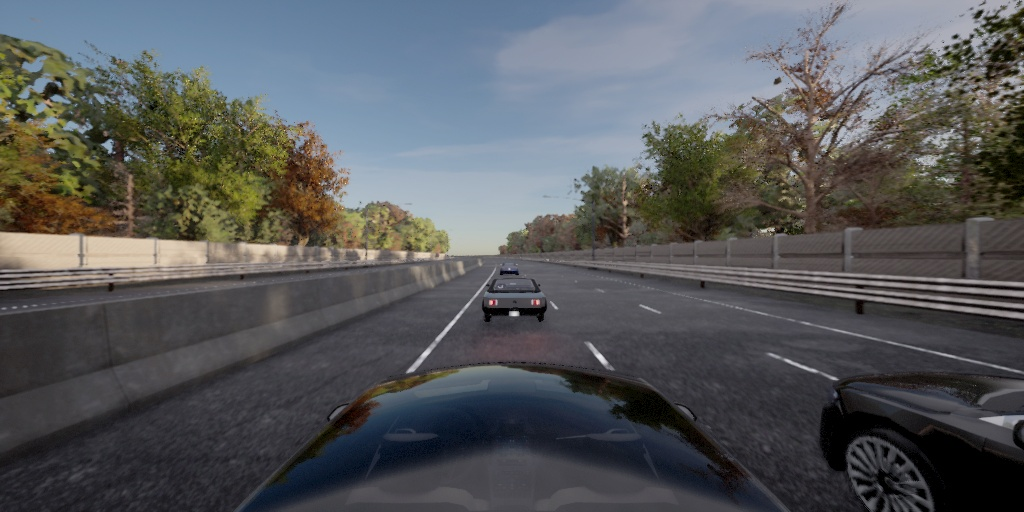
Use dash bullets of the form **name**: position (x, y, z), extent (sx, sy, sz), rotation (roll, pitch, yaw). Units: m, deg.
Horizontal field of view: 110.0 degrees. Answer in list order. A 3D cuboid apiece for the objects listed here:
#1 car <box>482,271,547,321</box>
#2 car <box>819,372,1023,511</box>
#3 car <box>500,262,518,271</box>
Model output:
- **car**: position (0.057, 1.354, 12.419), extent (1.895, 1.301, 4.718), rotation (0, 0, 0)
- **car**: position (3.592, 1.241, 1.108), extent (2.128, 1.511, 4.902), rotation (0, 0, 0)
- **car**: position (-0.319, 1.327, 39.183), extent (1.994, 1.385, 4.181), rotation (0, 0, -1)
